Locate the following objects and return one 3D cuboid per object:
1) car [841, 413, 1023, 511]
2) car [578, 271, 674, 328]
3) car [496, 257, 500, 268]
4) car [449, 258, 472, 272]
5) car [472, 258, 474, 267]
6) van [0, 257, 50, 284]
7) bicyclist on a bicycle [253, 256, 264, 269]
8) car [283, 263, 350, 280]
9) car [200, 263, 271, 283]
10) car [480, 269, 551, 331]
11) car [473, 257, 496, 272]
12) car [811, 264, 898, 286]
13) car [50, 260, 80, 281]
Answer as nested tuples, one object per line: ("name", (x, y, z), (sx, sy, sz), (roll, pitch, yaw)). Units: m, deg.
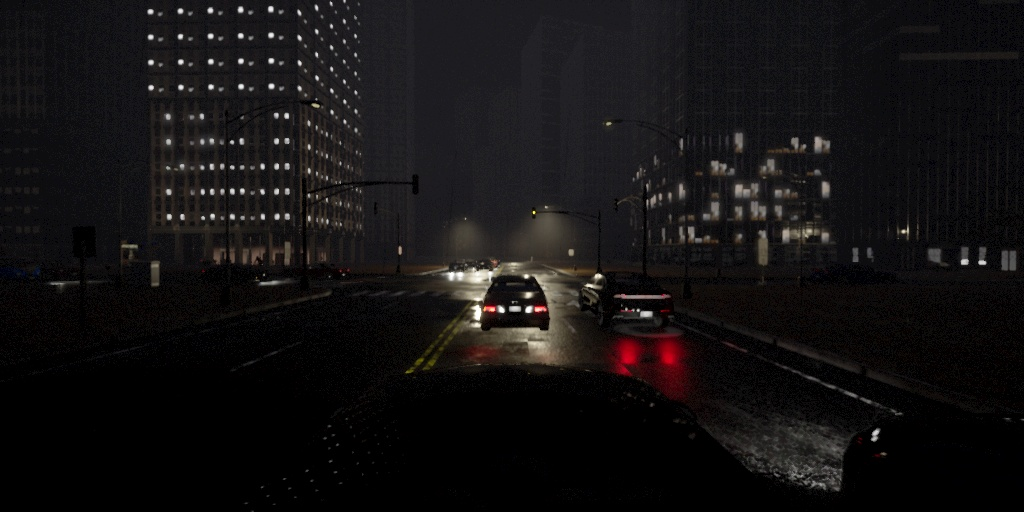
("car", (3.350, 1.315, 0.809), (1.994, 1.385, 4.181), (0, 0, 0))
("car", (3.347, 1.225, 11.327), (2.128, 1.511, 4.902), (0, 0, 0))
("car", (-3.328, 0.971, 55.728), (2.097, 1.767, 4.553), (0, 0, 0))
("car", (-6.586, 1.147, 44.381), (2.128, 1.511, 4.902), (0, 0, 0))
("car", (-6.576, 1.094, 56.279), (1.882, 1.535, 5.008), (0, 1, 0))
("van", (-33.933, 0.929, 23.824), (3.998, 1.789, 1.690), (0, 0, 1))
("bicyclist on a bicycle", (-24.702, 0.822, 34.912), (0.582, 1.620, 1.656), (0, 1, 1))
("car", (-15.870, 1.219, 29.174), (4.718, 1.301, 1.895), (0, 1, 2))
("car", (-19.986, 1.194, 26.059), (4.181, 1.385, 1.994), (0, 1, 1))
("car", (0.100, 1.282, 10.911), (2.033, 1.411, 5.357), (0, 0, 1))
("car", (-3.337, 1.160, 44.642), (1.837, 1.490, 4.892), (0, 0, 0))
("car", (24.112, 1.312, 25.310), (5.008, 1.535, 1.882), (0, 1, 2))
("car", (-34.647, 1.037, 26.427), (5.008, 1.535, 1.882), (0, 1, 1))
